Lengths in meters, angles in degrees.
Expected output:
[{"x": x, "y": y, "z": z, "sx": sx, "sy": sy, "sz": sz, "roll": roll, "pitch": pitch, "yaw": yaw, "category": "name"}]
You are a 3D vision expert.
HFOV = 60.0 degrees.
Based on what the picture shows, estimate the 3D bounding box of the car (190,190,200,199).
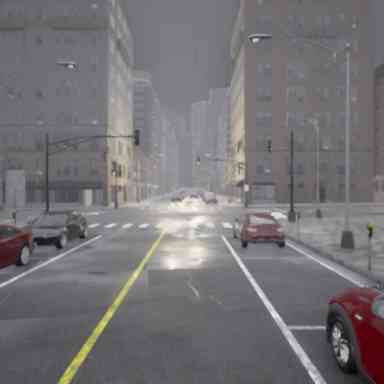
[{"x": 0.493, "y": 0.944, "z": 79.839, "sx": 1.812, "sy": 1.442, "sz": 4.674, "roll": 0, "pitch": 1, "yaw": 0, "category": "car"}]

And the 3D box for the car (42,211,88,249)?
[{"x": -5.770, "y": 1.497, "z": 14.193, "sx": 1.947, "sy": 1.339, "sz": 4.313, "roll": 0, "pitch": 0, "yaw": 0, "category": "car"}]

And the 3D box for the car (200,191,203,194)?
[{"x": 3.206, "y": 1.079, "z": 73.610, "sx": 1.802, "sy": 1.307, "sz": 4.206, "roll": 0, "pitch": 1, "yaw": 0, "category": "car"}]

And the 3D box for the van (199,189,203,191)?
[{"x": 3.298, "y": 0.710, "z": 84.714, "sx": 1.690, "sy": 1.788, "sz": 3.998, "roll": 0, "pitch": 1, "yaw": 0, "category": "van"}]

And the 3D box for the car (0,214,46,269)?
[{"x": -5.768, "y": 1.504, "z": 8.549, "sx": 1.887, "sy": 1.381, "sz": 4.507, "roll": 0, "pitch": 0, "yaw": 0, "category": "car"}]

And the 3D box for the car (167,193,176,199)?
[{"x": -5.227, "y": 0.950, "z": 84.792, "sx": 1.802, "sy": 1.307, "sz": 4.206, "roll": 0, "pitch": 1, "yaw": 0, "category": "car"}]

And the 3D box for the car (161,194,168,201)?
[{"x": -5.368, "y": 1.132, "z": 68.135, "sx": 1.802, "sy": 1.307, "sz": 4.206, "roll": 0, "pitch": 0, "yaw": 0, "category": "car"}]

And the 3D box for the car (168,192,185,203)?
[{"x": -2.709, "y": 1.223, "z": 59.295, "sx": 1.895, "sy": 1.301, "sz": 4.718, "roll": 0, "pitch": 0, "yaw": 1, "category": "car"}]

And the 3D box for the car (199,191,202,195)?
[{"x": 3.252, "y": 1.017, "z": 79.166, "sx": 1.802, "sy": 1.307, "sz": 4.206, "roll": 0, "pitch": 1, "yaw": 0, "category": "car"}]

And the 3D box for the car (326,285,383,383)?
[{"x": 2.758, "y": 1.426, "z": 2.904, "sx": 1.967, "sy": 1.590, "sz": 4.097, "roll": 0, "pitch": 0, "yaw": 0, "category": "car"}]

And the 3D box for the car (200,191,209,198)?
[{"x": 3.344, "y": 0.618, "z": 90.265, "sx": 2.192, "sy": 1.841, "sz": 5.009, "roll": 0, "pitch": 1, "yaw": 0, "category": "car"}]

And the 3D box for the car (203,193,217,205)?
[{"x": 3.020, "y": 1.266, "z": 51.403, "sx": 1.802, "sy": 1.307, "sz": 4.206, "roll": 0, "pitch": 0, "yaw": 0, "category": "car"}]

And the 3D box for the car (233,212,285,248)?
[{"x": 2.755, "y": 1.513, "z": 14.194, "sx": 1.802, "sy": 1.307, "sz": 4.206, "roll": 0, "pitch": 0, "yaw": 0, "category": "car"}]

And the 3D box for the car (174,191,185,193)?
[{"x": -2.548, "y": 1.026, "z": 74.789, "sx": 2.033, "sy": 1.411, "sz": 5.357, "roll": 0, "pitch": 1, "yaw": 0, "category": "car"}]

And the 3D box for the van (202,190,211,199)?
[{"x": 3.065, "y": 0.982, "z": 56.952, "sx": 1.690, "sy": 1.788, "sz": 3.998, "roll": 0, "pitch": 0, "yaw": 0, "category": "van"}]
